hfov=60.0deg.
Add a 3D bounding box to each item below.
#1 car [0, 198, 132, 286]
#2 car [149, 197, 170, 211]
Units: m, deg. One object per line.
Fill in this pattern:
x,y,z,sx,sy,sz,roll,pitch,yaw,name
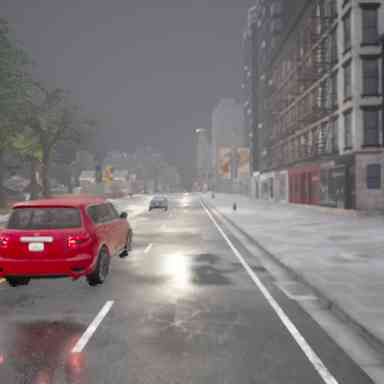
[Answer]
-3.193,1.191,9.482,2.150,2.045,5.566,-1,0,0,car
-3.325,1.179,34.226,2.033,1.411,5.357,-1,1,0,car
